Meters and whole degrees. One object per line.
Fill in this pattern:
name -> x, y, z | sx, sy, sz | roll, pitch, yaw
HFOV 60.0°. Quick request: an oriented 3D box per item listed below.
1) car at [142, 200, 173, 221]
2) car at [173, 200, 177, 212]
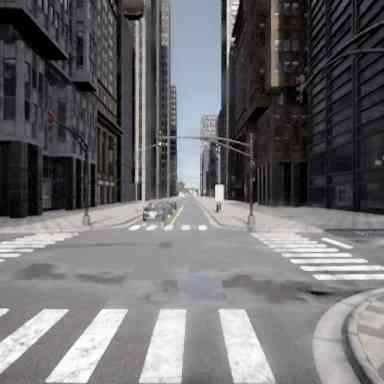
car -> -3.150, 1.666, 29.118 | 2.128, 1.511, 4.902 | 0, 0, 0
car -> -3.162, 1.796, 38.250 | 1.994, 1.385, 4.181 | 0, 0, 0
